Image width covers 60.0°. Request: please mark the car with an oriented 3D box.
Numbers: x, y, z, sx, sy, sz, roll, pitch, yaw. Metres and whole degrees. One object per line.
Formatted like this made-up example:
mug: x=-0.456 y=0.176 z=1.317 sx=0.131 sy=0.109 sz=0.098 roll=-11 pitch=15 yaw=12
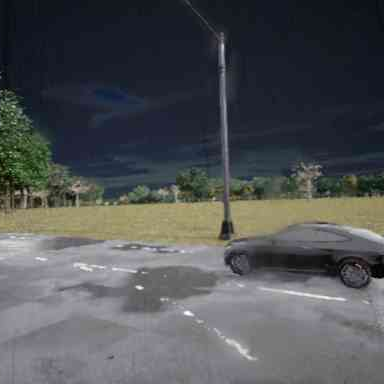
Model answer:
car: x=3.117 y=1.548 z=9.073 sx=4.674 sy=1.442 sz=1.812 roll=-2 pitch=-1 yaw=33
